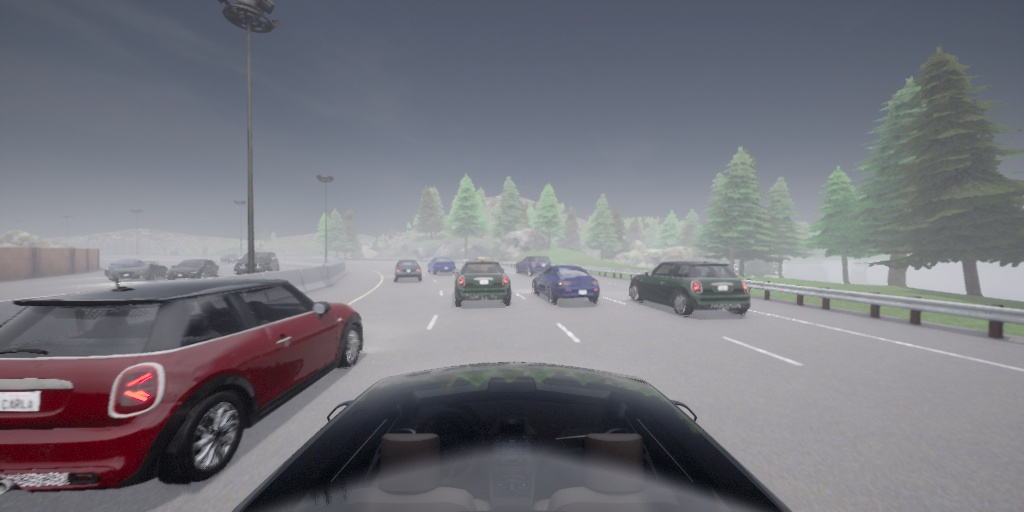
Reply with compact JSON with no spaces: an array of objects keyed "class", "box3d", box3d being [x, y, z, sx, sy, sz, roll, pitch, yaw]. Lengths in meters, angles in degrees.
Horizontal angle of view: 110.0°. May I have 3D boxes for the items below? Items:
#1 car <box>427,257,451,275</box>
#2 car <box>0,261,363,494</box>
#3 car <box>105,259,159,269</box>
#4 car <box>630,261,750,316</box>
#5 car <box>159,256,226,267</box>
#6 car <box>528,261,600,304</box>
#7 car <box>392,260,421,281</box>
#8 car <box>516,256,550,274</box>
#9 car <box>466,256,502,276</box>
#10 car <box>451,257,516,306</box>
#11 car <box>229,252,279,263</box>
[{"class":"car","box3d":[-6.526,0.847,32.771,1.882,1.535,5.008,0,1,-22]},{"class":"car","box3d":[-3.734,1.069,4.772,2.097,1.767,4.553,0,1,-2]},{"class":"car","box3d":[-26.390,1.053,25.581,1.994,1.385,4.181,0,1,-24]},{"class":"car","box3d":[6.023,0.954,12.801,2.097,1.767,4.553,0,1,-7]},{"class":"car","box3d":[-22.607,0.988,25.636,1.837,1.490,4.892,0,1,-23]},{"class":"car","box3d":[2.176,1.104,15.161,1.812,1.442,4.674,0,1,-9]},{"class":"car","box3d":[-7.673,1.002,26.167,2.033,1.411,5.357,0,1,-19]},{"class":"car","box3d":[1.824,0.739,30.398,2.097,1.767,4.553,0,1,-19]},{"class":"car","box3d":[-2.636,0.846,32.472,1.882,1.535,5.008,0,1,-21]},{"class":"car","box3d":[-1.359,0.937,14.980,2.097,1.767,4.553,0,1,-9]},{"class":"car","box3d":[-19.872,0.668,28.202,2.150,2.045,5.566,0,1,-24]}]
